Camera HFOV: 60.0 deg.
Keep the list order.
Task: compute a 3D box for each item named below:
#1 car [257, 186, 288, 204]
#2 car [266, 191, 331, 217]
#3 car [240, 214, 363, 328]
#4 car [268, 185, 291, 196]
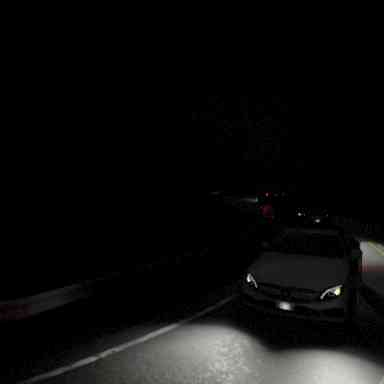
[{"bbox_3d":[7.948,0.212,33.453,2.097,1.767,4.553,2,3,2],"label":"car"},{"bbox_3d":[5.827,0.993,18.011,2.128,1.511,4.902,2,3,-2],"label":"car"},{"bbox_3d":[2.649,1.483,7.289,1.812,1.442,4.674,0,2,30],"label":"car"},{"bbox_3d":[12.592,-0.219,47.677,1.994,1.385,4.181,0,2,34],"label":"car"}]
